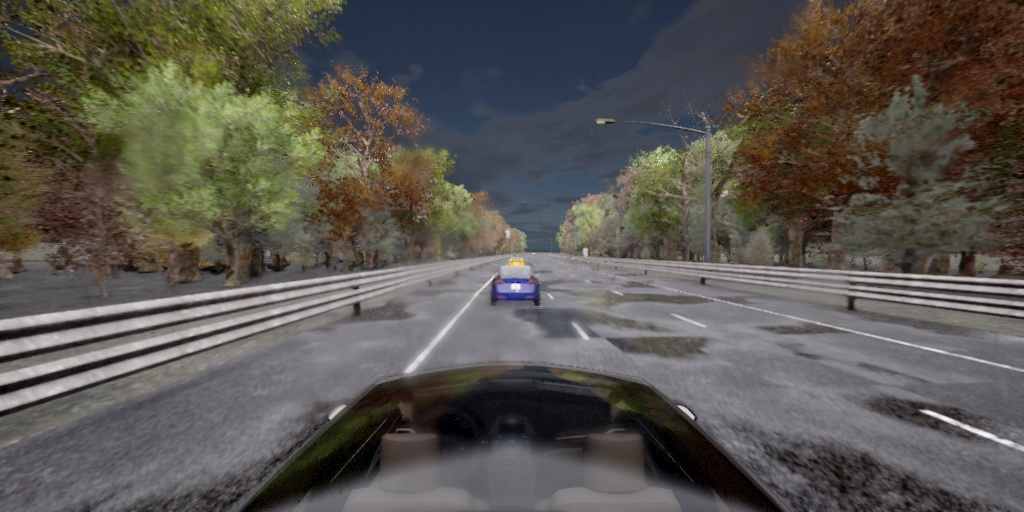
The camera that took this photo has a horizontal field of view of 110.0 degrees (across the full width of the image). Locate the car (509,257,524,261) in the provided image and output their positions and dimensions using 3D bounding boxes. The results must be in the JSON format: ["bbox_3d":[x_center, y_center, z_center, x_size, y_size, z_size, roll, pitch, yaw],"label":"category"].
[{"bbox_3d":[0.577,0.841,46.925,1.882,1.535,5.008,0,1,1],"label":"car"}]

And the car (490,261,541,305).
[{"bbox_3d":[0.150,1.138,15.380,2.163,1.488,4.792,0,0,0],"label":"car"}]
